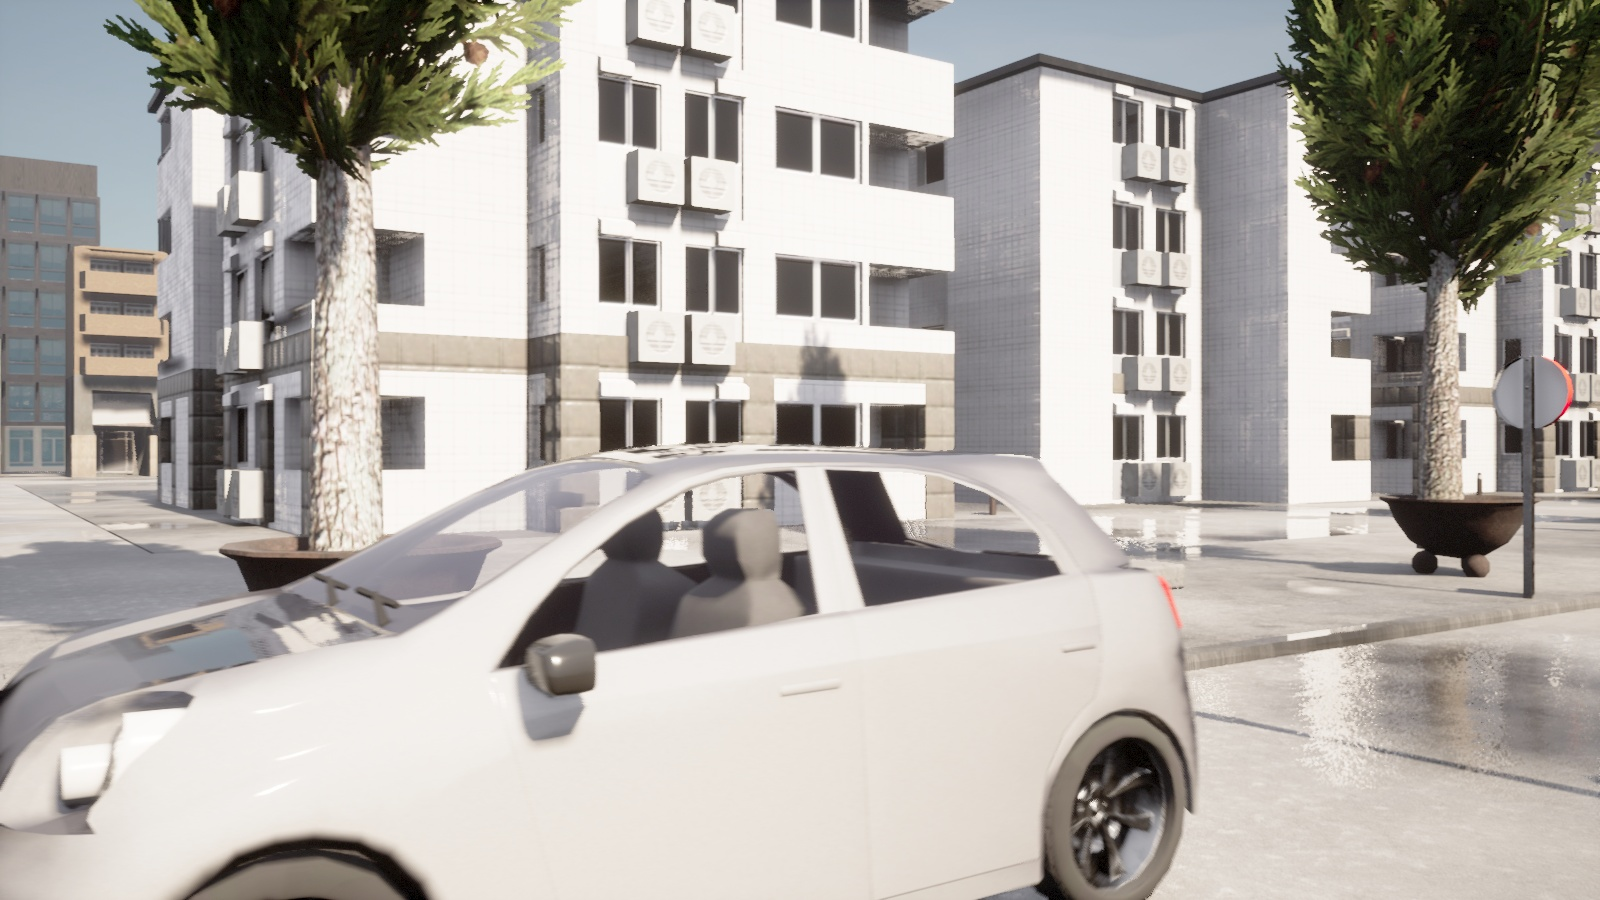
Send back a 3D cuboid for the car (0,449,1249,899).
[{"bbox_3d":[-0.558,0.762,3.853,3.633,1.501,1.845,0,0,-34],"label":"car"}]
